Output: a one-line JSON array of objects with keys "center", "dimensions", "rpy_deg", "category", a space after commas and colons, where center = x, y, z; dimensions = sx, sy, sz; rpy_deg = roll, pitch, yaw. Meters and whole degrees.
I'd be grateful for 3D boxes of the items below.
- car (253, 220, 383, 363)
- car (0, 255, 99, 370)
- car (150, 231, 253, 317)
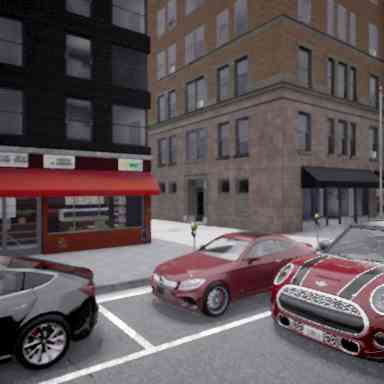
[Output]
[{"center": [3.489, 1.333, 5.875], "dimensions": [4.553, 1.767, 2.097], "rpy_deg": [0, 0, -36], "category": "car"}, {"center": [-3.355, 1.567, 4.140], "dimensions": [4.313, 1.339, 1.947], "rpy_deg": [0, 0, -36], "category": "car"}, {"center": [1.119, 1.566, 7.341], "dimensions": [4.206, 1.307, 1.802], "rpy_deg": [0, 0, -36], "category": "car"}]
